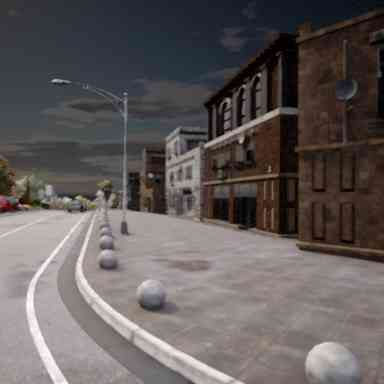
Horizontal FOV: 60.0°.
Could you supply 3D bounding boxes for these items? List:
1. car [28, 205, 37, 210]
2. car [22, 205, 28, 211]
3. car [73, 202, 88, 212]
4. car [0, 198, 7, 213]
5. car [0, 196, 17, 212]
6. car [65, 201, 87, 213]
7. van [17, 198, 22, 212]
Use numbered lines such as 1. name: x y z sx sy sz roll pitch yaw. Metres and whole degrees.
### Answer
1. car: -26.610 2.110 49.442 5.366 1.575 1.946 1 -2 -15
2. car: -26.041 1.868 46.579 4.553 1.767 2.185 1 -3 -15
3. car: -18.300 2.391 54.611 2.033 1.411 5.357 1 -1 -15
4. car: -22.761 1.605 34.887 5.008 1.535 2.097 1 -2 -16
5. car: -23.573 1.432 37.696 5.566 2.045 2.435 1 -2 -16
6. car: -15.578 1.981 44.562 2.128 1.511 4.902 1 -2 -15
7. van: -25.313 1.658 43.635 4.442 1.987 1.878 1 -2 -15
